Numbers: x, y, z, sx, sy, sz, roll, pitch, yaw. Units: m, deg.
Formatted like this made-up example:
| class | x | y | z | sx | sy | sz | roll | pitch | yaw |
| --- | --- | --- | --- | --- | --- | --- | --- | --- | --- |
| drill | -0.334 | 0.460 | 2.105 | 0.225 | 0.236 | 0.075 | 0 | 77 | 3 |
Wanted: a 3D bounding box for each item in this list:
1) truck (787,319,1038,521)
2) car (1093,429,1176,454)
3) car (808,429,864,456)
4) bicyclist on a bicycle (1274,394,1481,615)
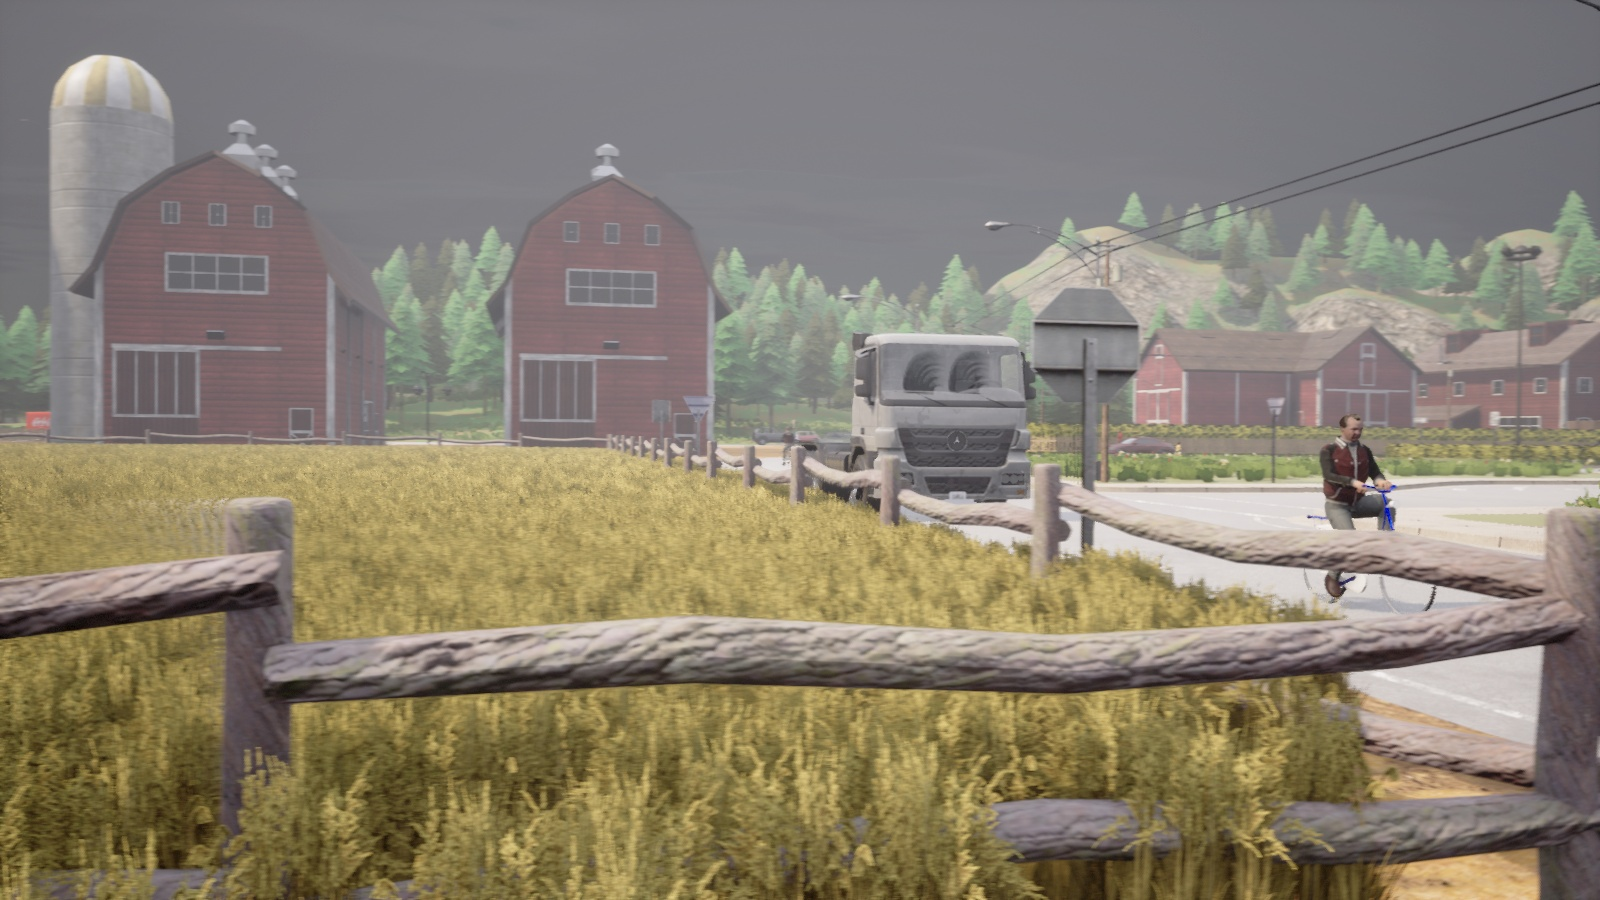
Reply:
| class | x | y | z | sx | sy | sz | roll | pitch | yaw |
| --- | --- | --- | --- | --- | --- | --- | --- | --- | --- |
| truck | 1.950 | -0.580 | 25.717 | 2.891 | 3.462 | 7.936 | -1 | 1 | -12 |
| car | 20.809 | -0.549 | 78.185 | 4.674 | 1.442 | 1.812 | -1 | 1 | -12 |
| car | 2.198 | -0.450 | 75.319 | 2.007 | 1.525 | 4.514 | 0 | 1 | 20 |
| bicyclist on a bicycle | 5.017 | 0.449 | 11.065 | 0.659 | 1.776 | 1.843 | -1 | -1 | -12 |
